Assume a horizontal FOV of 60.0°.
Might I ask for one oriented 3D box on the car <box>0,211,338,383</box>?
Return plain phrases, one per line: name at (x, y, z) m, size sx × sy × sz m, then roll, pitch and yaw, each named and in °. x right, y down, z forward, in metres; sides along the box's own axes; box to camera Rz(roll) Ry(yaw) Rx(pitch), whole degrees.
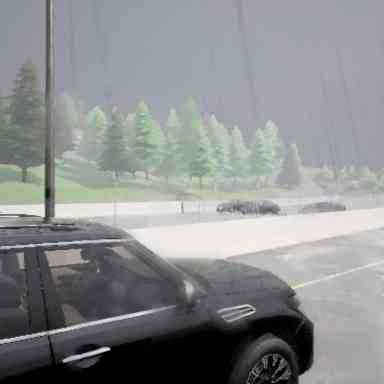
car at (-1.343, 1.223, 2.862) m, size 5.566 × 2.045 × 2.150 m, roll 0°, pitch 0°, yaw -35°
